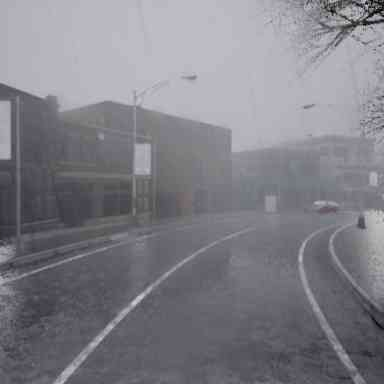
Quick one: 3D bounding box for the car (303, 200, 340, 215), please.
[{"bbox_3d":[13.181,1.534,33.567,4.674,1.442,1.812,1,1,-38],"label":"car"}]
